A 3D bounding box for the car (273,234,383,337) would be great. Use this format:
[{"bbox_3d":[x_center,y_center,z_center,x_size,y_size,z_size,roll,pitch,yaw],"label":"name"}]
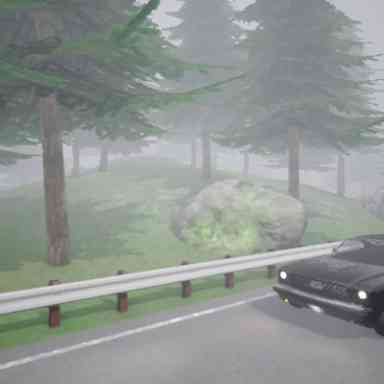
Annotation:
[{"bbox_3d":[3.826,1.594,6.721,4.718,1.301,1.895,0,0,-36],"label":"car"}]
